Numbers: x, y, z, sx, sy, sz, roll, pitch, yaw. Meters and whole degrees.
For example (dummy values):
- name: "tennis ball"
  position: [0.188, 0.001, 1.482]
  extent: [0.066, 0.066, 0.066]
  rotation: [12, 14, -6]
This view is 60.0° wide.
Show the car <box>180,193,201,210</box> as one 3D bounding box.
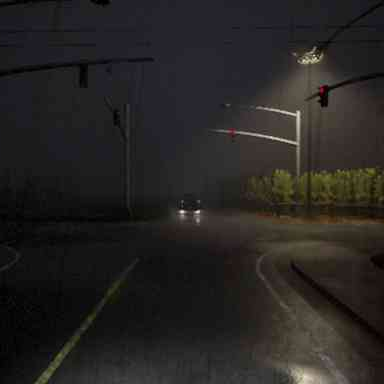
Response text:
- name: "car"
  position: [-0.217, 0.939, 34.787]
  extent: [2.097, 1.767, 4.553]
  rotation: [0, 1, -3]
